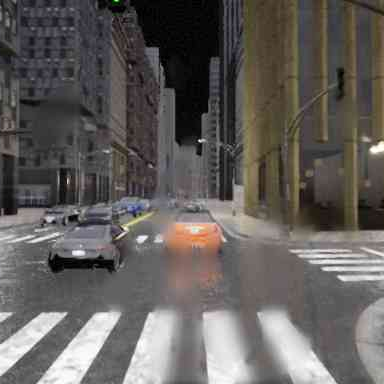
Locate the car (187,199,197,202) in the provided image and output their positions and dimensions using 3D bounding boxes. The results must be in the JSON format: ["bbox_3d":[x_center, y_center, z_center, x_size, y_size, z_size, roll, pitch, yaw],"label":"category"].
[{"bbox_3d":[0.072,1.903,42.025,2.128,1.511,4.902,0,0,0],"label":"car"}]

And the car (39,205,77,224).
[{"bbox_3d":[-9.872,1.754,25.379,2.128,1.511,4.902,0,-1,-1],"label":"car"}]

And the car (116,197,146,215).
[{"bbox_3d":[-6.631,1.573,35.259,2.150,2.045,5.566,0,-1,0],"label":"car"}]

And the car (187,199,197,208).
[{"bbox_3d":[0.015,2.112,61.594,1.812,1.442,4.674,0,0,0],"label":"car"}]

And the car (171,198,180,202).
[{"bbox_3d":[-3.256,1.911,58.588,2.097,1.767,4.553,0,-1,0],"label":"car"}]

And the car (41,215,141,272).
[{"bbox_3d":[-3.157,1.687,11.256,1.994,1.385,4.181,0,-1,0],"label":"car"}]

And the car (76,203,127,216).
[{"bbox_3d":[-6.616,1.807,25.073,2.033,1.411,5.357,0,-1,0],"label":"car"}]

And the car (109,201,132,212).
[{"bbox_3d":[-9.812,1.996,46.160,2.033,1.411,5.357,0,-1,0],"label":"car"}]

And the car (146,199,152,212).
[{"bbox_3d":[-6.577,1.796,45.586,2.097,1.767,4.553,0,-1,0],"label":"car"}]

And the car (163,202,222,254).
[{"bbox_3d":[0.090,1.507,14.448,2.097,1.767,4.553,0,-1,0],"label":"car"}]

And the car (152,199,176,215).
[{"bbox_3d":[-3.177,1.890,38.987,1.837,1.490,4.892,0,0,0],"label":"car"}]
